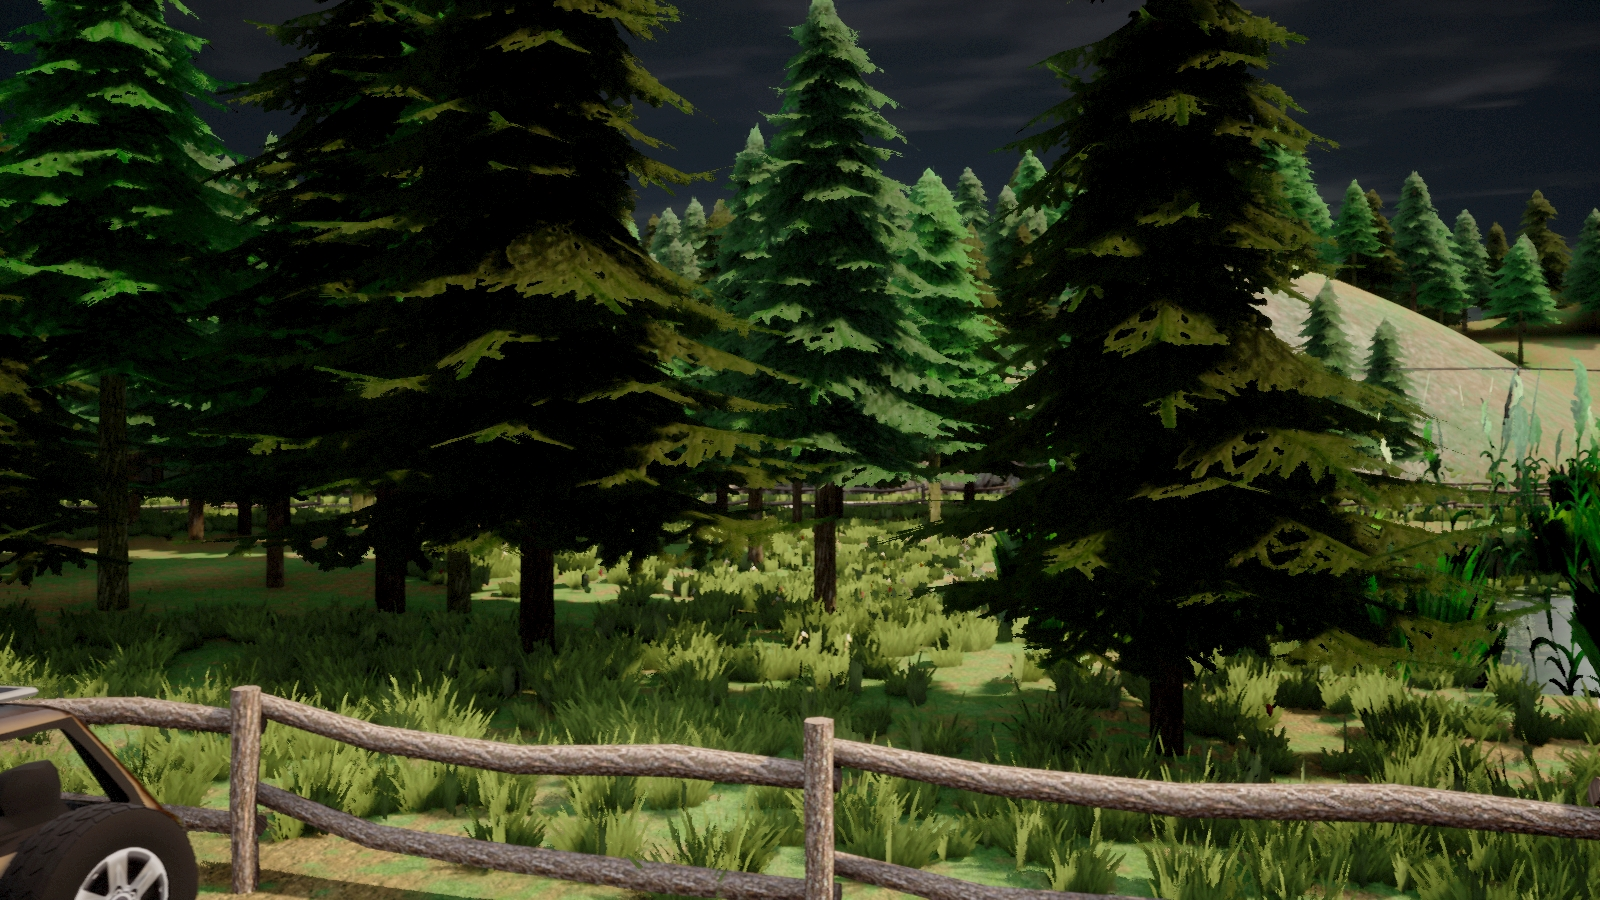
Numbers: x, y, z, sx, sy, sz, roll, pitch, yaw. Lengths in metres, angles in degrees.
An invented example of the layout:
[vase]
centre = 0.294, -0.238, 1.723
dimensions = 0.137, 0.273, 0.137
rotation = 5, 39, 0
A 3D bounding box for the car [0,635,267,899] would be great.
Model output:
[car]
centre = -4.829, 1.825, 4.744
dimensions = 4.605, 1.855, 1.932
rotation = -1, 0, 16
